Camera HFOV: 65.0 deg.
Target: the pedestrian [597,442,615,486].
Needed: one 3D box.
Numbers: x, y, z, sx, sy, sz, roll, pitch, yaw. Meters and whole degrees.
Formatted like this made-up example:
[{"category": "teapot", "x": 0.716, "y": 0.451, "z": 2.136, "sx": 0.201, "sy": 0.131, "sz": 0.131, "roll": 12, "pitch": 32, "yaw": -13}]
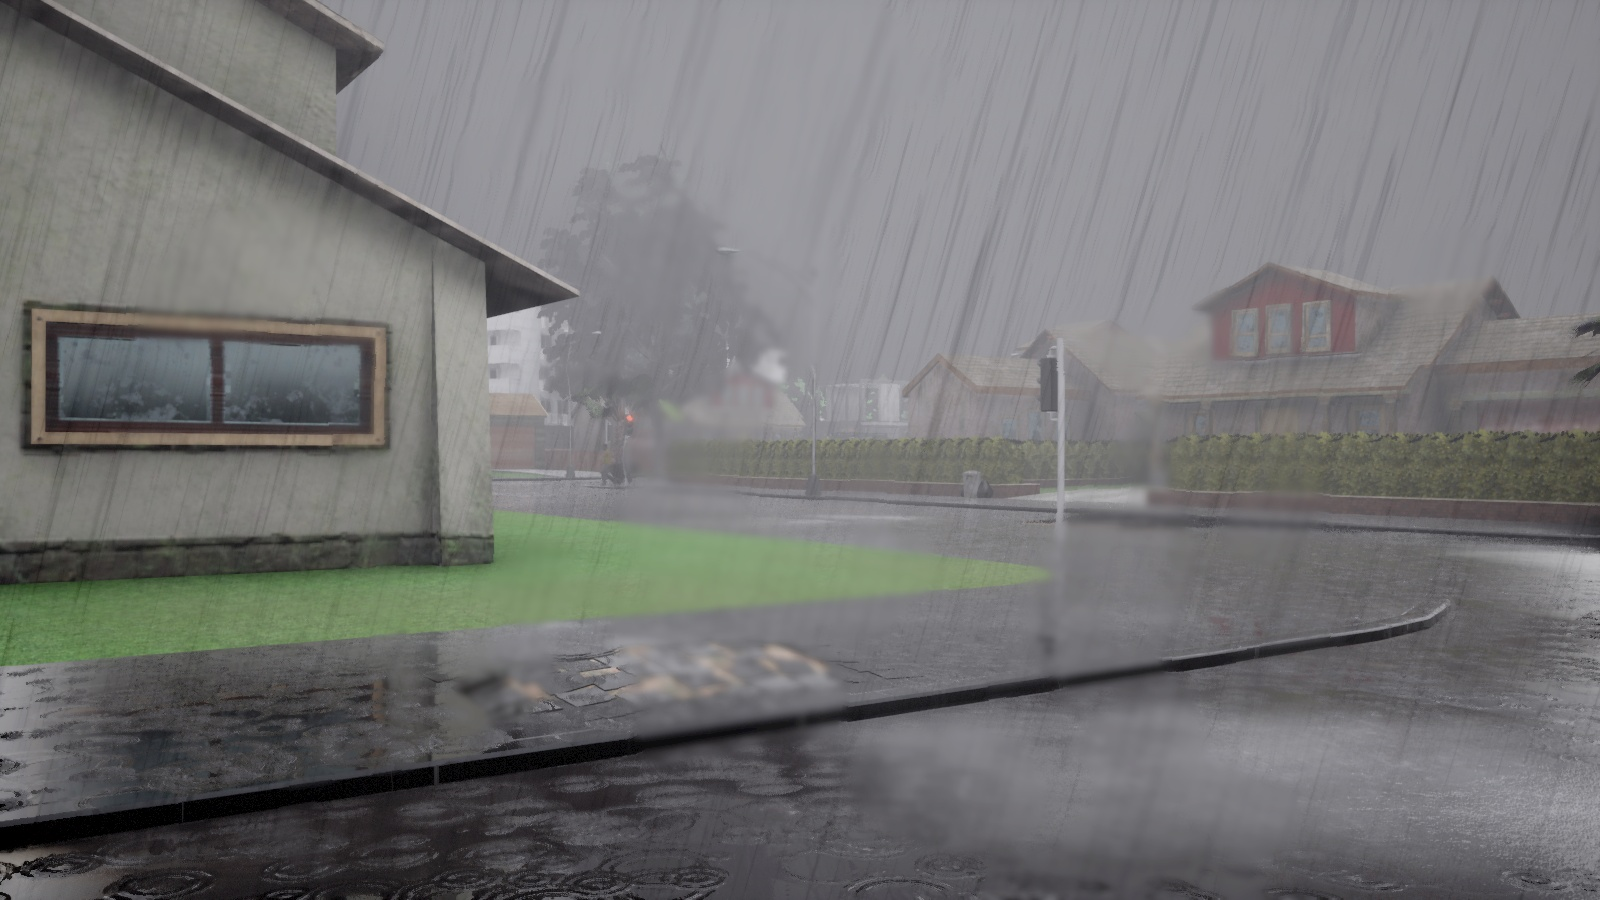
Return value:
[{"category": "pedestrian", "x": -8.182, "y": 0.601, "z": 52.899, "sx": 0.709, "sy": 1.840, "sz": 0.431, "roll": 0, "pitch": 0, "yaw": -13}]
